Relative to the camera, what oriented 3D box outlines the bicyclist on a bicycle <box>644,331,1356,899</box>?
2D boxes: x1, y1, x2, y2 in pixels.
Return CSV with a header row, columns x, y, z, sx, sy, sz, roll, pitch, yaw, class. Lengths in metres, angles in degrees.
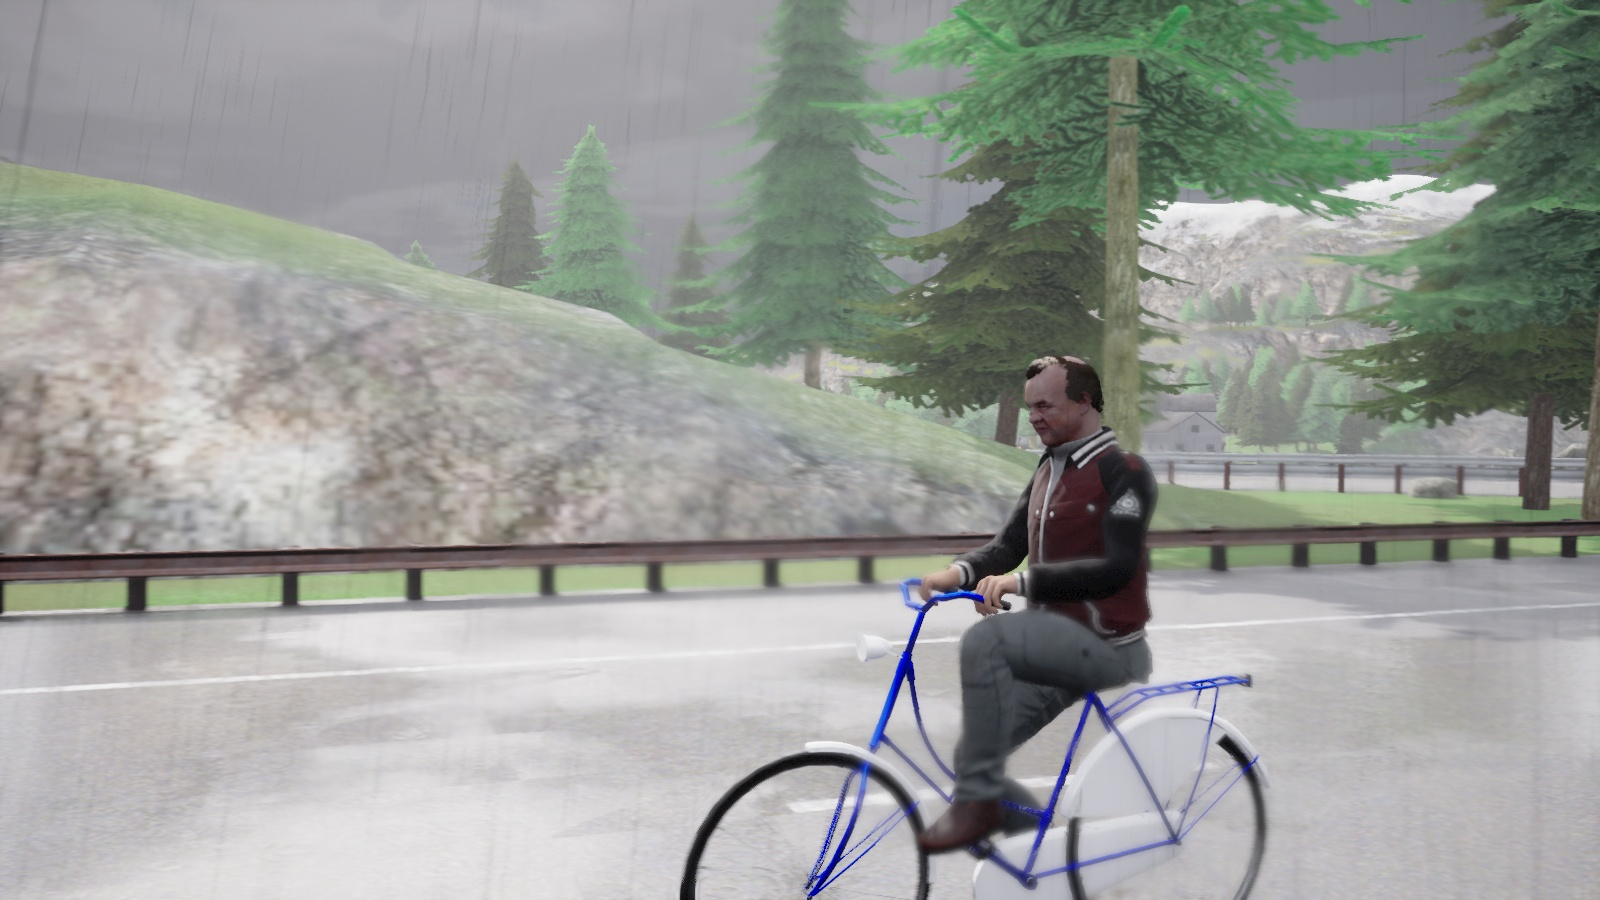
x,y,z,sx,sy,sz,roll,pitch,yaw,class
0.559,0.606,3.455,1.843,1.776,0.659,-1,1,-21,bicyclist on a bicycle
